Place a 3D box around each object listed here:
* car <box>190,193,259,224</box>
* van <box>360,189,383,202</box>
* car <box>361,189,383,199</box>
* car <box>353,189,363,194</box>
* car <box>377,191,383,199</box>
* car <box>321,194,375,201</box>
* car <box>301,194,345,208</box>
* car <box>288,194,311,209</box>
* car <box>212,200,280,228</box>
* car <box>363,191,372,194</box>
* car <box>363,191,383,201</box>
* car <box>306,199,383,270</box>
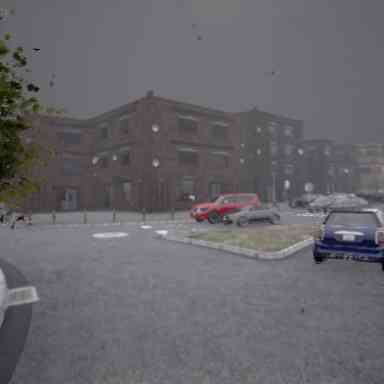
[{"bbox_3d":[2.560,1.155,24.493,5.566,2.045,2.150,-1,0,-28],"label":"car"},{"bbox_3d":[29.688,0.479,53.450,1.878,1.987,4.442,-2,1,-43],"label":"van"},{"bbox_3d":[27.721,0.760,51.524,1.946,1.575,5.366,-2,1,-43],"label":"car"},{"bbox_3d":[19.535,0.872,44.125,2.185,1.767,4.553,-1,1,-43],"label":"car"},{"bbox_3d":[27.116,0.879,44.898,4.674,1.442,1.812,-1,0,-43],"label":"car"},{"bbox_3d":[13.351,1.230,28.294,4.892,1.490,1.837,-2,1,-40],"label":"car"},{"bbox_3d":[12.830,1.223,31.793,4.892,1.490,1.837,-1,0,-42],"label":"car"},{"bbox_3d":[13.475,1.025,38.491,2.185,1.767,4.553,-1,0,-43],"label":"car"},{"bbox_3d":[3.760,1.484,21.847,4.181,1.385,1.994,-1,0,-30],"label":"car"},{"bbox_3d":[21.534,0.943,46.034,2.231,1.521,4.892,-1,1,-43],"label":"car"},{"bbox_3d":[31.629,0.647,55.419,2.097,1.535,5.008,-2,1,-43],"label":"car"},{"bbox_3d":[5.574,1.270,11.051,2.097,1.767,4.553,-1,0,34],"label":"car"}]
